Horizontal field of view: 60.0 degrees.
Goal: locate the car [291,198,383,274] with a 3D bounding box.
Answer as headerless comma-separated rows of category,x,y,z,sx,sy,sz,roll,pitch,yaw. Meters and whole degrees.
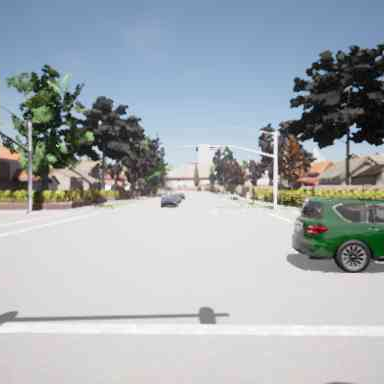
car,5.772,1.224,9.684,5.566,2.045,2.150,1,1,1

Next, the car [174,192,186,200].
car,-2.380,0.782,66.537,2.033,1.411,5.357,0,1,1

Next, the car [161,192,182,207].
car,-2.719,1.075,41.022,2.033,1.411,5.357,0,1,1

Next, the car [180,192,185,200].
car,-2.606,0.954,51.556,2.033,1.411,5.357,0,1,1
